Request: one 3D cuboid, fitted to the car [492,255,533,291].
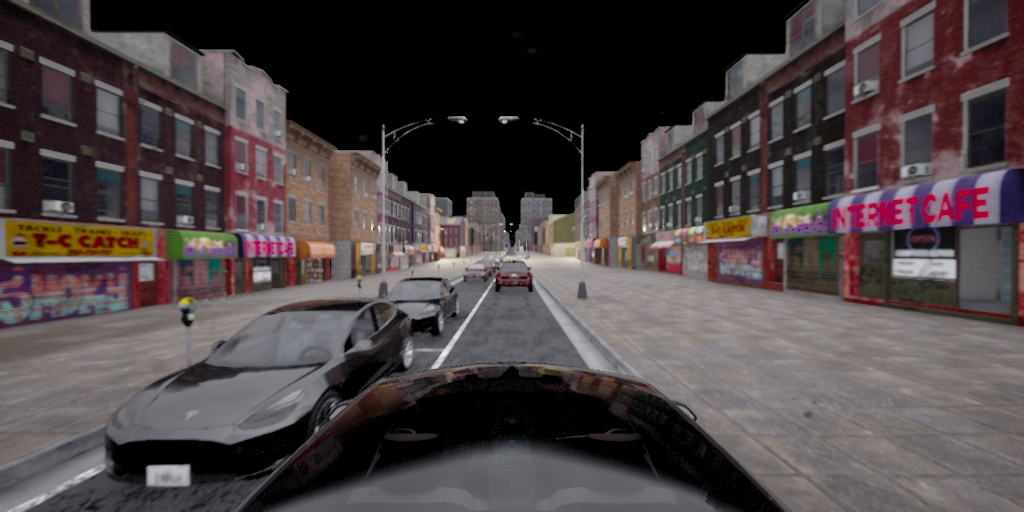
[{"bbox_3d":[0.108,1.020,21.247,2.097,1.767,4.553,0,0,0],"label":"car"}]

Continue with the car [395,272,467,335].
[{"bbox_3d":[-2.634,1.306,10.477,1.948,1.339,4.313,0,0,0],"label":"car"}]

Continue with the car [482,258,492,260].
[{"bbox_3d":[-2.623,1.112,32.634,1.948,1.339,4.313,0,0,0],"label":"car"}]

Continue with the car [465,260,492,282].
[{"bbox_3d":[-2.625,1.190,27.101,1.802,1.307,4.207,0,0,0],"label":"car"}]

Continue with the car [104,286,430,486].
[{"bbox_3d":[-2.636,1.317,4.934,1.948,1.339,4.313,0,0,0],"label":"car"}]
